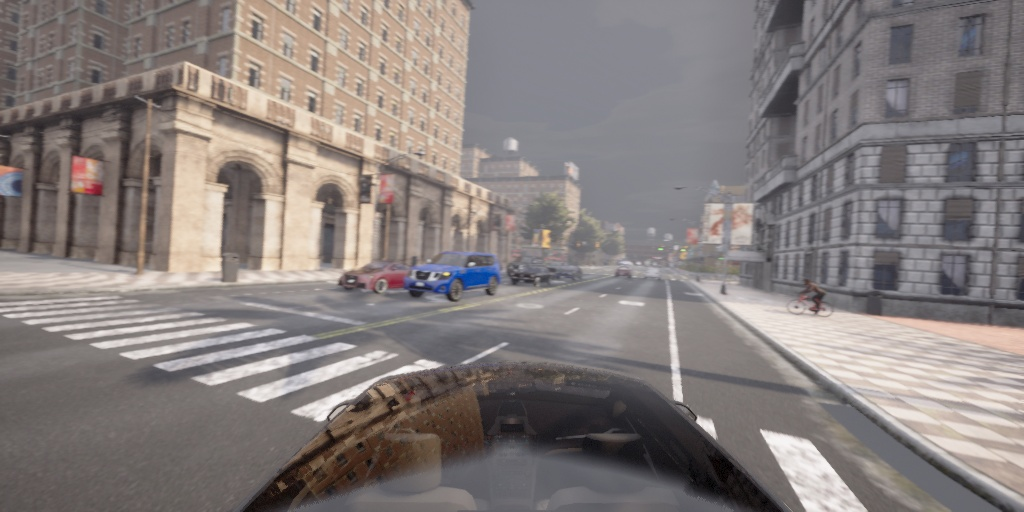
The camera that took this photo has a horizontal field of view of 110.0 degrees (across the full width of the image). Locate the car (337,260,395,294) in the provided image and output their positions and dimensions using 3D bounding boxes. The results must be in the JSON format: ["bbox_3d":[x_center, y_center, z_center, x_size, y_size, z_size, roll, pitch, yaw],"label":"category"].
[{"bbox_3d":[-5.964,0.909,16.862,1.994,1.385,4.181,4,0,23],"label":"car"}]

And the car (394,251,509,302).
[{"bbox_3d":[-2.410,0.788,16.233,2.150,2.045,5.566,4,0,23],"label":"car"}]

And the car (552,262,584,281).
[{"bbox_3d":[5.707,1.578,35.210,2.033,1.411,5.357,4,0,23],"label":"car"}]

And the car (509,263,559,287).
[{"bbox_3d":[1.512,1.392,25.439,1.895,1.301,4.718,4,0,23],"label":"car"}]

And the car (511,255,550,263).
[{"bbox_3d":[1.401,0.987,33.972,2.150,2.045,5.566,4,0,24],"label":"car"}]

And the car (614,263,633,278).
[{"bbox_3d":[14.740,2.092,47.257,1.812,1.442,4.674,4,0,23],"label":"car"}]

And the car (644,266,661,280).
[{"bbox_3d":[18.410,2.321,46.967,1.812,1.442,4.674,4,0,23],"label":"car"}]

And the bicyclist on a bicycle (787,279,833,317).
[{"bbox_3d":[13.112,1.834,15.754,1.656,1.620,0.582,3,0,23],"label":"bicyclist on a bicycle"}]
